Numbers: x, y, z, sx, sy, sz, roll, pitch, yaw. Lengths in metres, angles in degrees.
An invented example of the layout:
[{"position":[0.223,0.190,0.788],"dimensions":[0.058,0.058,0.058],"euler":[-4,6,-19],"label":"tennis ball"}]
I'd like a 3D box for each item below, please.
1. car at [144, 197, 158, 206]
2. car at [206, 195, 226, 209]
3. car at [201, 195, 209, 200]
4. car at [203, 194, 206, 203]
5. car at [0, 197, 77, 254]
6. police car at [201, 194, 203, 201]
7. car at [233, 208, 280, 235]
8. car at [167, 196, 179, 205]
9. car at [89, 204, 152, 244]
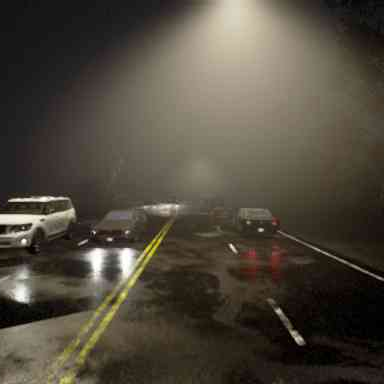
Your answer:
[{"position":[-6.543,1.526,53.627],"dimensions":[2.033,1.411,5.357],"euler":[0,0,1],"label":"car"},{"position":[3.266,1.312,43.426],"dimensions":[2.097,1.767,4.553],"euler":[0,0,0],"label":"car"},{"position":[3.344,1.452,87.443],"dimensions":[1.895,1.301,4.718],"euler":[0,0,0],"label":"car"},{"position":[3.289,1.356,54.450],"dimensions":[2.033,1.649,4.856],"euler":[1,0,0],"label":"car"},{"position":[-6.593,1.229,13.796],"dimensions":[2.150,2.045,5.566],"euler":[0,0,0],"label":"car"},{"position":[3.280,1.338,65.555],"dimensions":[1.930,1.638,5.238],"euler":[0,1,0],"label":"police car"},{"position":[3.384,1.555,18.465],"dimensions":[1.895,1.301,4.718],"euler":[1,0,0],"label":"car"},{"position":[-3.287,1.471,57.035],"dimensions":[1.837,1.490,4.892],"euler":[0,0,0],"label":"car"},{"position":[-3.346,1.550,16.219],"dimensions":[2.033,1.411,5.357],"euler":[0,0,0],"label":"car"}]
